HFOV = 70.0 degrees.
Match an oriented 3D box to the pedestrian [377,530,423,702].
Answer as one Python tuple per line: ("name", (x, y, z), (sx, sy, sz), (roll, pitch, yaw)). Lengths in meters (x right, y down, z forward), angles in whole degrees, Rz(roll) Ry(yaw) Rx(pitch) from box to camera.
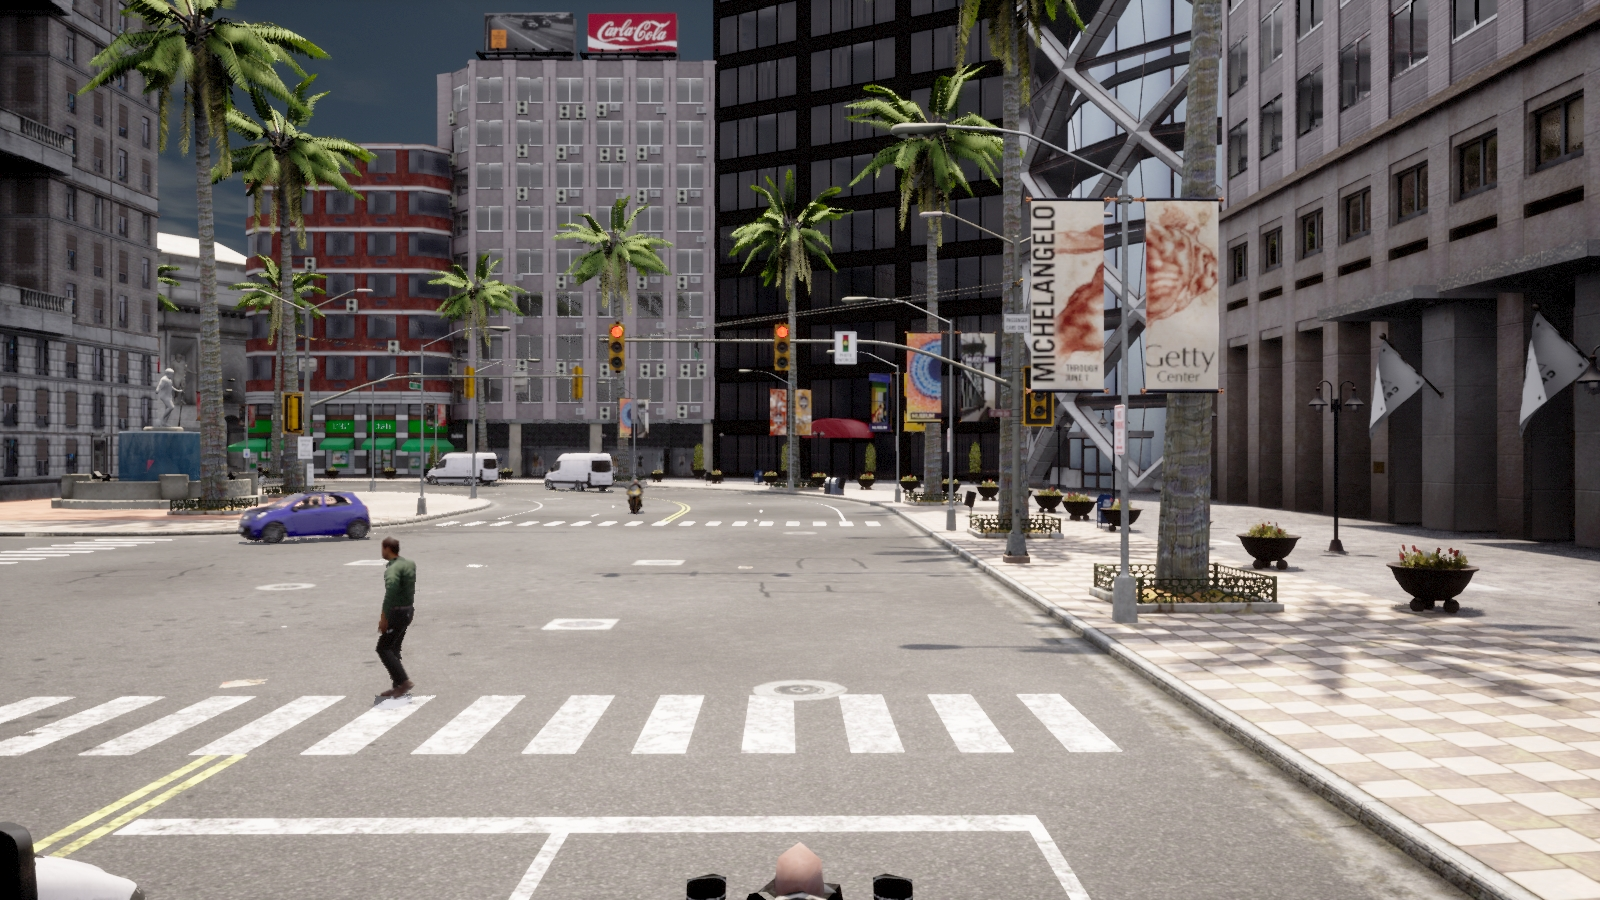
("pedestrian", (-4.471, 1.843, 12.781), (0.375, 1.860, 0.375), (0, 0, 4))

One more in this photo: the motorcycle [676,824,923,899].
("motorcycle", (-0.001, 2.203, 3.717), (0.867, 1.251, 2.209), (0, 0, 0))

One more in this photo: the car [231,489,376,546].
("car", (-15.154, 2.024, 34.962), (3.633, 1.501, 1.845), (0, 1, -43))

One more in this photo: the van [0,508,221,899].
("van", (-3.507, 1.533, 1.998), (1.988, 2.561, 5.915), (0, 0, 0))

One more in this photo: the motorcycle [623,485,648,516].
("motorcycle", (-7.157, 2.185, 49.864), (0.867, 1.251, 2.209), (0, 0, -3))
